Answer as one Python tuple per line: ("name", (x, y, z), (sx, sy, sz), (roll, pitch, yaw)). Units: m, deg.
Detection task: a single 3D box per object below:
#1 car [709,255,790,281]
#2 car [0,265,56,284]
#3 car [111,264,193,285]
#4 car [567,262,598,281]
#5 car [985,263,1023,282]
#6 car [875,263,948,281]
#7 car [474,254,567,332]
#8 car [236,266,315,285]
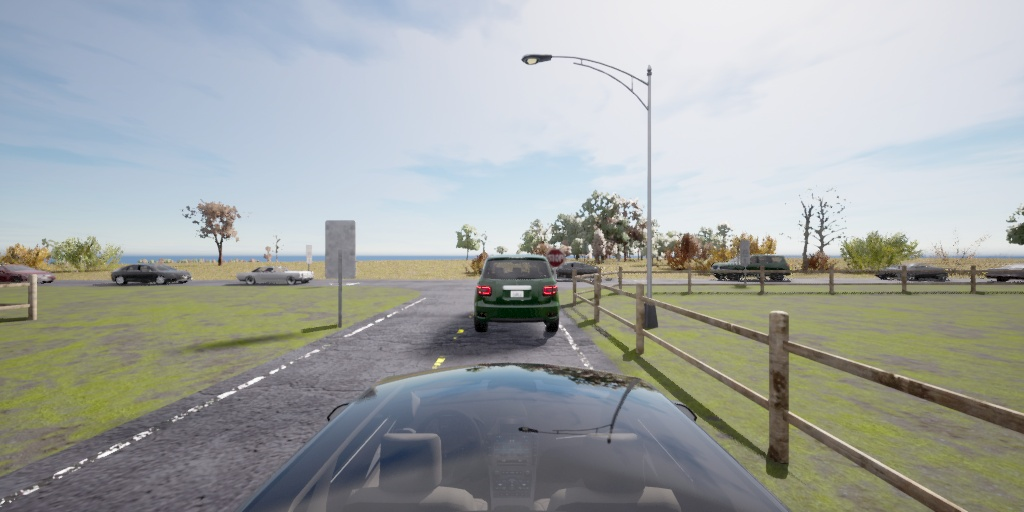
("car", (18.916, 0.924, 28.642), (5.566, 2.045, 2.150), (0, 0, 1))
("car", (-36.565, 1.376, 26.278), (4.674, 1.442, 1.812), (0, 0, 1))
("car", (-26.212, 1.323, 26.160), (4.892, 1.490, 1.837), (0, 0, 1))
("car", (4.499, 1.241, 28.794), (4.892, 1.490, 1.837), (0, 0, 1))
("car", (37.310, 1.221, 25.510), (5.357, 1.411, 2.033), (0, 0, 0))
("car", (31.661, 1.242, 28.506), (4.181, 1.385, 1.994), (0, 0, 1))
("car", (0.123, 0.971, 10.942), (2.150, 2.045, 5.566), (0, 0, 0))
("car", (-17.040, 1.394, 26.064), (4.718, 1.301, 1.895), (0, 0, 1))
